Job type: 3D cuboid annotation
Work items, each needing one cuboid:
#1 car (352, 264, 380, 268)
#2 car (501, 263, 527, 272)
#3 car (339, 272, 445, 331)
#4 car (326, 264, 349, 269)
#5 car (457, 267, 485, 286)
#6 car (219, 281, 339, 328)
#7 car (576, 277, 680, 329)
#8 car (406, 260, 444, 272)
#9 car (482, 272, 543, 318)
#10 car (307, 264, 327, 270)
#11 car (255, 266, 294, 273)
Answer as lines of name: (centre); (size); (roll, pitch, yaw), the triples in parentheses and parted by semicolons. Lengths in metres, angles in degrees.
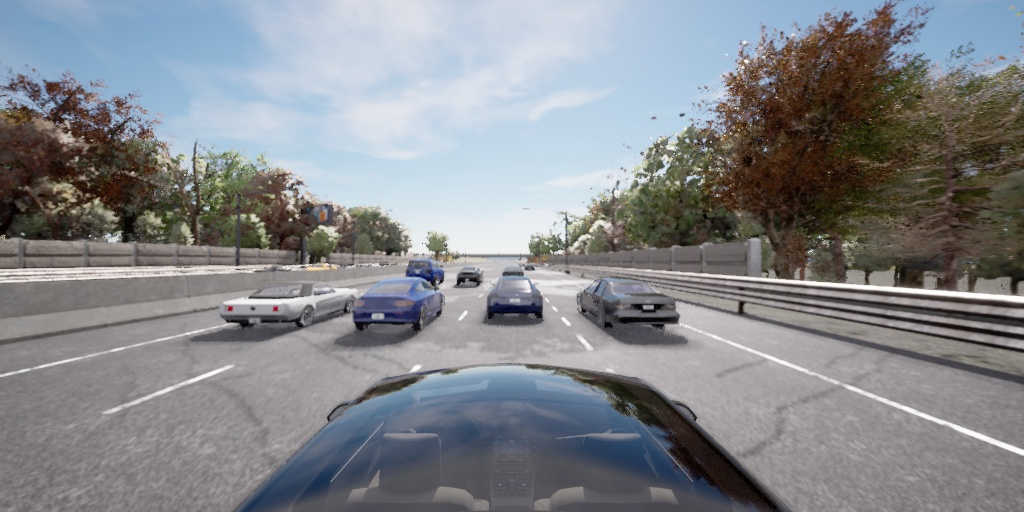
car: (-17.594, 1.795, 44.406); (2.128, 1.511, 4.902); (0, -1, 0)
car: (0.096, 1.608, 31.278); (1.882, 1.535, 5.008); (0, -1, 0)
car: (-3.401, 1.398, 11.393); (1.812, 1.442, 4.674); (0, -1, 0)
car: (-21.093, 1.918, 45.488); (1.895, 1.301, 4.718); (0, -1, 0)
car: (-3.405, 1.615, 29.722); (1.837, 1.490, 4.892); (0, -1, 0)
car: (-6.902, 1.479, 11.858); (1.895, 1.301, 4.718); (0, -1, 0)
car: (3.497, 1.414, 11.845); (2.033, 1.411, 5.357); (0, -1, -1)
car: (-6.907, 1.321, 28.911); (2.150, 2.045, 5.566); (0, -1, 0)
car: (0.098, 1.468, 13.873); (1.994, 1.385, 4.181); (0, -1, 0)
car: (-24.587, 1.807, 46.393); (1.882, 1.535, 5.008); (0, -1, 0)
car: (-28.094, 1.879, 42.464); (1.895, 1.301, 4.718); (0, -1, 0)
